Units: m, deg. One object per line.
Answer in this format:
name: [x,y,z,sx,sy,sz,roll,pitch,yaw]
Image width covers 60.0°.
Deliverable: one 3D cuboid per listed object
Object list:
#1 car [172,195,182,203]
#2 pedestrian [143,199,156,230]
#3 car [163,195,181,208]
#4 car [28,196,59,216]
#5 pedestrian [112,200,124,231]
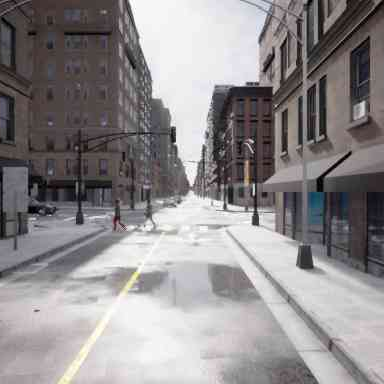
car: [-3.083,1.465,69.404,1.837,1.490,4.892,0,0,0]
pedestrian: [-2.489,1.285,19.481,0.375,1.860,0.375,0,0,0]
car: [-3.184,1.524,48.997,2.033,1.411,5.357,0,0,0]
car: [-14.035,1.146,29.022,4.553,1.767,2.097,1,0,-1]
pedestrian: [-4.242,1.288,18.873,0.375,1.860,0.375,0,0,0]
